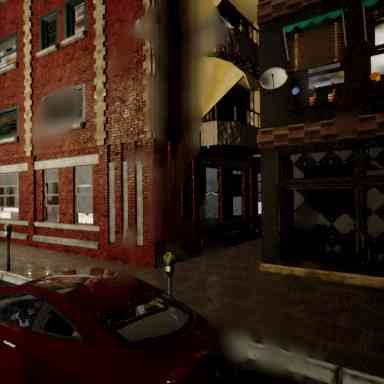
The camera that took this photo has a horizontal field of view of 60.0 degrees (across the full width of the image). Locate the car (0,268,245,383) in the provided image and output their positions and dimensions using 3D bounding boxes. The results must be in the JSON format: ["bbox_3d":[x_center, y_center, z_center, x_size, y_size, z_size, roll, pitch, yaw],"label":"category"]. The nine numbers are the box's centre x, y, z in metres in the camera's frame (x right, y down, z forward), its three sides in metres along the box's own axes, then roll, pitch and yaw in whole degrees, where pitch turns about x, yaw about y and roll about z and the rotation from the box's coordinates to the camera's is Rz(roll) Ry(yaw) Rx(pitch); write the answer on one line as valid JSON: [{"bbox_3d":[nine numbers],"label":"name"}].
[{"bbox_3d":[-1.444,1.583,3.879,4.206,1.307,1.802,0,-1,36],"label":"car"}]
